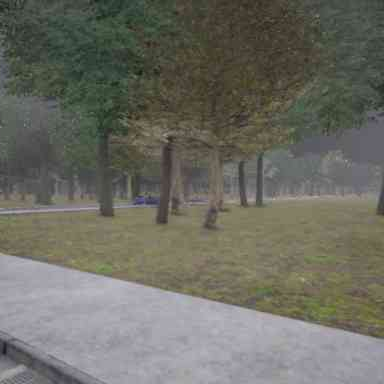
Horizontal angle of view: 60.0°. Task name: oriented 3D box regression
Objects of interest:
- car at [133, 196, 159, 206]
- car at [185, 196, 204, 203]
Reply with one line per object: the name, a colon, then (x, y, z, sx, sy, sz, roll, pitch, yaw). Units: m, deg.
car: (-7.123, 1.383, 52.878, 1.882, 1.535, 5.008, 0, 0, 36)
car: (0.464, 1.427, 63.526, 1.812, 1.442, 4.674, 0, 0, 36)
